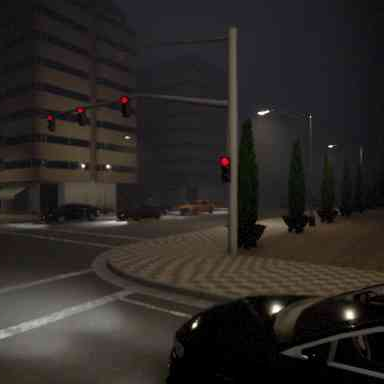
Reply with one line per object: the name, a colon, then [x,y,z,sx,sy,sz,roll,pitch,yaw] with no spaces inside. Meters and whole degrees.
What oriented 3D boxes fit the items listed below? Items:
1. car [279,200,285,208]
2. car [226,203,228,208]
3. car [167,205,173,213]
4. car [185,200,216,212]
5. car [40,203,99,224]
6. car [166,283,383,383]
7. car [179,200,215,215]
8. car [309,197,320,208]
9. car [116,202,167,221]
car: [14.622,1.700,49.575,2.033,1.411,5.357,0,0,34]
car: [6.929,1.757,51.095,1.994,1.385,4.181,0,0,35]
car: [-4.297,1.740,35.230,2.033,1.411,5.357,0,0,35]
car: [1.146,1.757,42.926,1.994,1.385,4.181,0,0,36]
car: [-9.909,1.697,27.268,1.837,1.490,4.892,0,0,35]
car: [1.982,1.491,2.562,4.902,1.511,2.128,0,0,36]
car: [0.607,1.650,36.111,1.882,1.535,5.008,0,0,35]
car: [19.987,1.697,51.106,1.994,1.385,4.181,0,0,35]
car: [-4.535,1.736,28.818,1.994,1.385,4.181,0,0,35]
